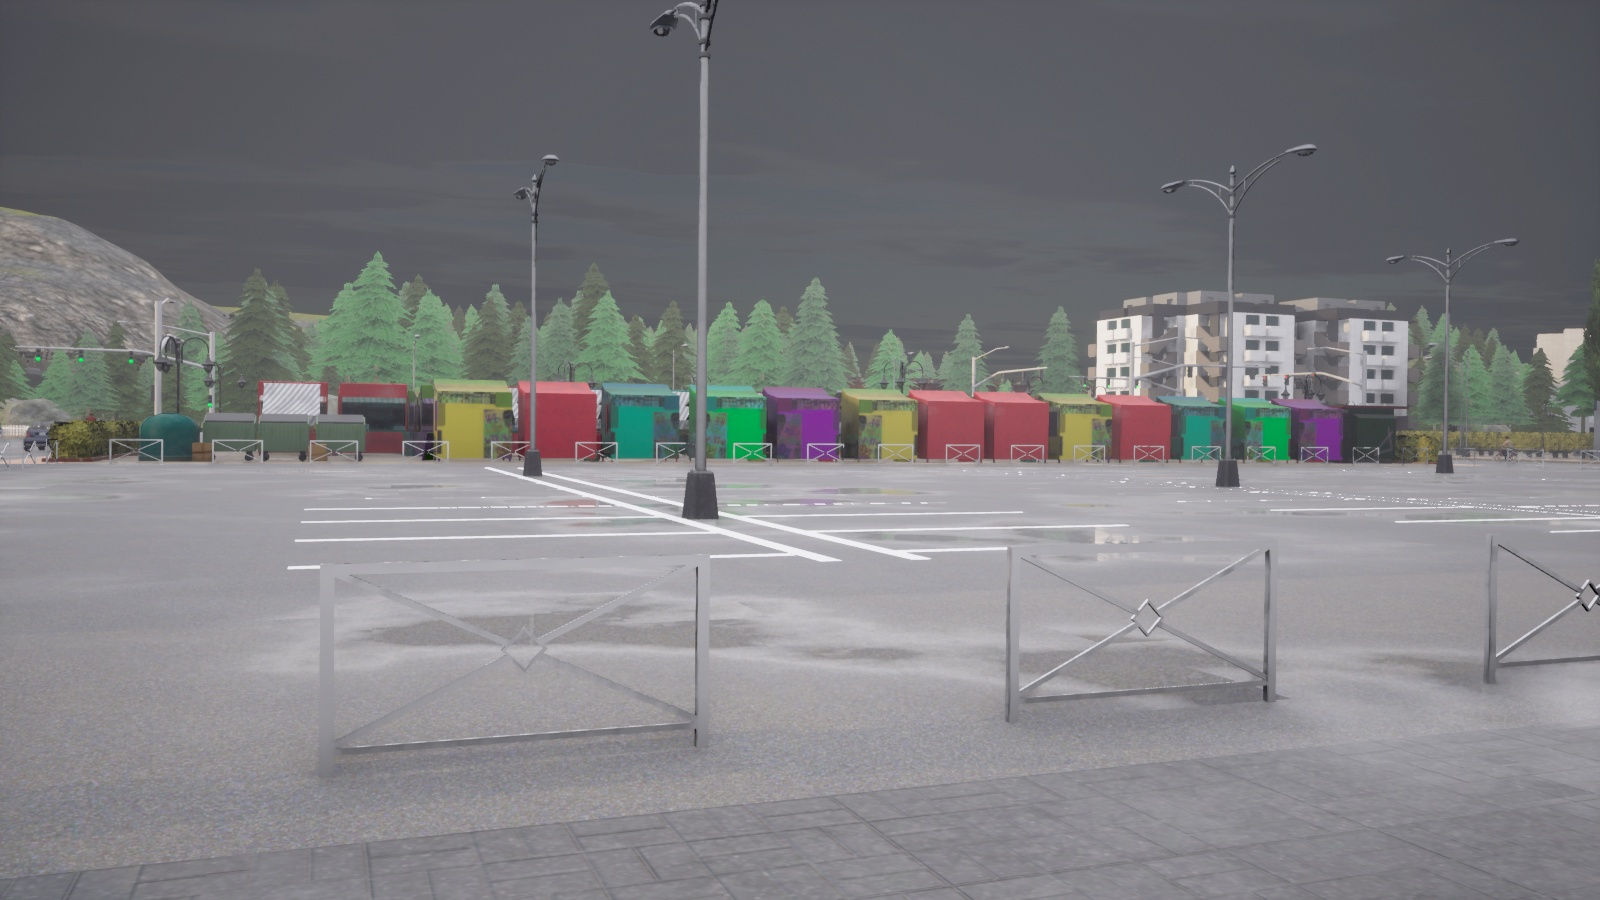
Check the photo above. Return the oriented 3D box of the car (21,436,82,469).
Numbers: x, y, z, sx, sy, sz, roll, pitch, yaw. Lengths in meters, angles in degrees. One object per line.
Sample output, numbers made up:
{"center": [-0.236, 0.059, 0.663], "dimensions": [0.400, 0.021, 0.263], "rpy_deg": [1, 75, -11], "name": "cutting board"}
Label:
{"center": [-37.734, 0.098, 63.412], "dimensions": [1.789, 1.549, 3.705], "rpy_deg": [-1, 1, -17], "name": "car"}
